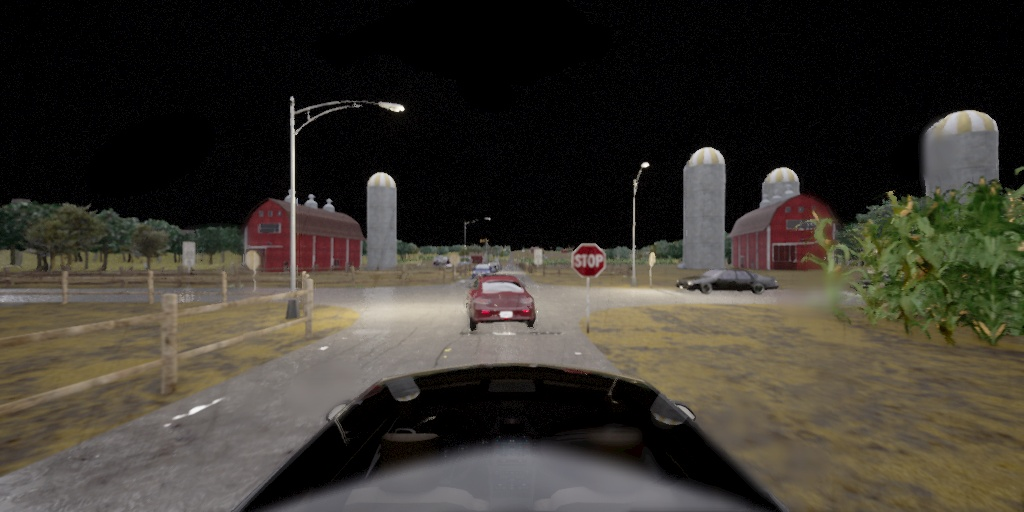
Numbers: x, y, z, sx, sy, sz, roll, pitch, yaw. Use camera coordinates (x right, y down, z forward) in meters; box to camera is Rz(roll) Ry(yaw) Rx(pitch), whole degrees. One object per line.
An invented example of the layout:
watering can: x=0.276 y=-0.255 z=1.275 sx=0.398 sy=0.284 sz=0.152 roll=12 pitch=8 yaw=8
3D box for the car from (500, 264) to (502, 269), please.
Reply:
car: x=-2.858 y=1.674 z=54.090 sx=1.837 sy=1.490 sz=4.892 roll=0 pitch=-1 yaw=0

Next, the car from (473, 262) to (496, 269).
car: x=-2.863 y=1.508 z=35.361 sx=1.812 sy=1.442 sz=4.674 roll=0 pitch=0 yaw=0

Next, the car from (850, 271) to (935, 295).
car: x=22.608 y=1.573 z=21.060 sx=4.181 sy=1.385 sz=1.994 roll=1 pitch=1 yaw=0

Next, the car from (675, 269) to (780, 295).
car: x=12.568 y=1.462 z=21.053 sx=5.357 sy=1.411 sz=2.033 roll=0 pitch=1 yaw=-2

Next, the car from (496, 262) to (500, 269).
car: x=-2.863 y=1.625 z=44.387 sx=1.994 sy=1.385 sz=4.181 roll=0 pitch=-1 yaw=0

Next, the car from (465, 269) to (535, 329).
car: x=-0.481 y=1.318 z=11.349 sx=1.812 sy=1.442 sz=4.674 roll=0 pitch=0 yaw=-8
